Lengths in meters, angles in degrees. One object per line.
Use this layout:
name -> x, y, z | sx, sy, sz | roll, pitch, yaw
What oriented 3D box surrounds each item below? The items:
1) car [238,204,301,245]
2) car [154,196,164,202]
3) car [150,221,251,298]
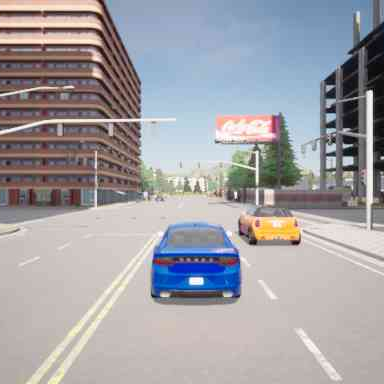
car -> 3.457, 1.350, 15.649 | 2.097, 1.767, 4.553 | 0, 0, 0
car -> -7.207, 1.514, 74.048 | 1.812, 1.442, 4.674 | 0, 0, 0
car -> 0.076, 1.476, 8.557 | 1.882, 1.535, 5.008 | 0, 0, 0
